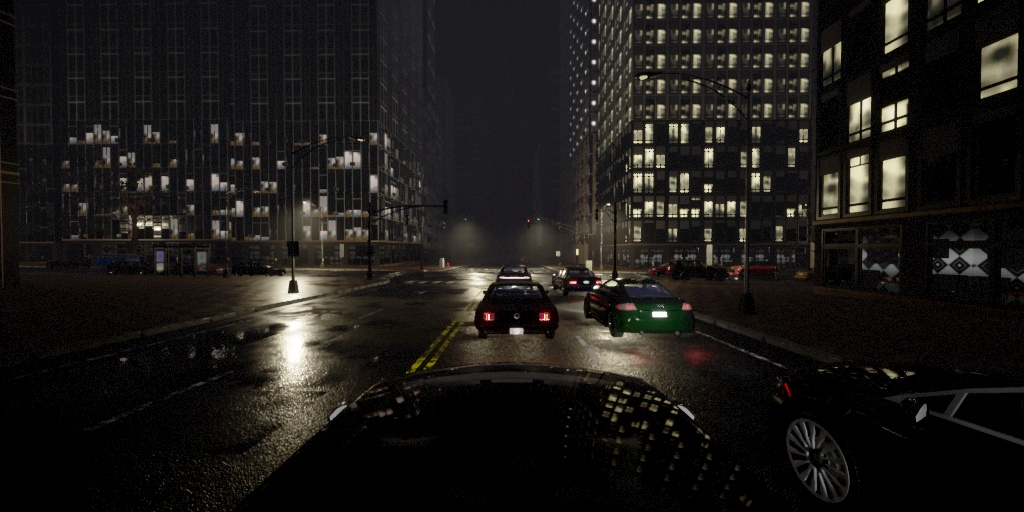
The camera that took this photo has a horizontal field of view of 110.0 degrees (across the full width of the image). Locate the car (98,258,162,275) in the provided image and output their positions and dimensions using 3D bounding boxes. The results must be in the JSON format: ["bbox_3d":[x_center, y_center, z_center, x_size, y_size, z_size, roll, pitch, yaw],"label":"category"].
[{"bbox_3d":[-34.071,1.069,32.502,4.313,1.339,1.948,0,0,1],"label":"car"}]

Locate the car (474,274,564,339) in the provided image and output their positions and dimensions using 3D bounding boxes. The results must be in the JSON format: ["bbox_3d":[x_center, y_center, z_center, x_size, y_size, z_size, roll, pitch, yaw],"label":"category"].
[{"bbox_3d":[0.106,1.347,10.023,1.895,1.301,4.718,0,0,0],"label":"car"}]

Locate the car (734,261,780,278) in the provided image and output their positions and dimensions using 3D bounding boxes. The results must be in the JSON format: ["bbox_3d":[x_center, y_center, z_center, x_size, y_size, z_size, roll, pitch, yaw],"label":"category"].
[{"bbox_3d":[25.019,1.289,37.236,4.553,1.767,2.097,1,1,1],"label":"car"}]

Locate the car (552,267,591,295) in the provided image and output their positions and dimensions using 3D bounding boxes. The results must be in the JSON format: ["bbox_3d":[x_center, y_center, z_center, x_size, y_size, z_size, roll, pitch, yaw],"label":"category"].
[{"bbox_3d":[3.399,1.288,19.481,2.033,1.411,5.357,0,0,-3],"label":"car"}]

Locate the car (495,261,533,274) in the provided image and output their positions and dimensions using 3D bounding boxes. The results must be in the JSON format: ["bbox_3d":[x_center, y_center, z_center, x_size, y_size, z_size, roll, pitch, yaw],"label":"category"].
[{"bbox_3d":[0.114,1.232,19.279,2.128,1.511,4.902,0,0,0],"label":"car"}]

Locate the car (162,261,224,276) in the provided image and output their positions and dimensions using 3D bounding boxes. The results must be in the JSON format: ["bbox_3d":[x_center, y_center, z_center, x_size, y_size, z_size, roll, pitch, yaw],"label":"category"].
[{"bbox_3d":[-28.390,1.138,32.323,4.207,1.307,1.802,0,0,1],"label":"car"}]

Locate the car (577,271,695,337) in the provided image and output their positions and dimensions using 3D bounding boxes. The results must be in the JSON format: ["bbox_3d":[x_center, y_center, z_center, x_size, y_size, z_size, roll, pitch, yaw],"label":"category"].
[{"bbox_3d":[3.365,1.310,10.251,1.994,1.385,4.181,0,0,-1],"label":"car"}]

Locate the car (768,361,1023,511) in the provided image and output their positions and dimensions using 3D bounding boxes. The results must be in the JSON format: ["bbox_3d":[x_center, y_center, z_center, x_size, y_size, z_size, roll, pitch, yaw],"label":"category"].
[{"bbox_3d":[3.340,1.242,1.421,2.128,1.511,4.902,0,0,0],"label":"car"}]

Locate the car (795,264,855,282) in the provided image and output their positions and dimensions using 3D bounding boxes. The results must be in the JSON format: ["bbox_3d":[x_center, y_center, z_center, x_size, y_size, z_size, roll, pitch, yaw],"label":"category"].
[{"bbox_3d":[27.666,1.578,31.414,4.829,1.417,1.751,0,0,1],"label":"car"}]

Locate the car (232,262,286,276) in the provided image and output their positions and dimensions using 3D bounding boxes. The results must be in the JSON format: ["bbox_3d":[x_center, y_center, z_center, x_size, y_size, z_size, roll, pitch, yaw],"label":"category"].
[{"bbox_3d":[-22.707,1.173,32.185,4.313,1.339,1.948,0,0,1],"label":"car"}]

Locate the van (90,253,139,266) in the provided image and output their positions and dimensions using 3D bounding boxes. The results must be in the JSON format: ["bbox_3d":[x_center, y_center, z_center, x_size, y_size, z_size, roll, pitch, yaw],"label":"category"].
[{"bbox_3d":[-45.254,0.605,41.172,3.998,1.789,1.690,0,0,1],"label":"van"}]

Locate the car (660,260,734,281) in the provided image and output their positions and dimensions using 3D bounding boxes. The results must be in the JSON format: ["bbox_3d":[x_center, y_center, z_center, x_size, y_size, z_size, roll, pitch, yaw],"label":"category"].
[{"bbox_3d":[16.218,1.268,31.621,5.009,1.841,2.192,0,0,1],"label":"car"}]

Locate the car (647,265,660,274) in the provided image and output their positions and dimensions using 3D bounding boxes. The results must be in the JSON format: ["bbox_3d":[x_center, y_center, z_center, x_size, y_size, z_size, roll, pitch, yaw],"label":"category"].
[{"bbox_3d":[16.308,1.425,37.397,4.181,1.385,1.994,1,1,1],"label":"car"}]
